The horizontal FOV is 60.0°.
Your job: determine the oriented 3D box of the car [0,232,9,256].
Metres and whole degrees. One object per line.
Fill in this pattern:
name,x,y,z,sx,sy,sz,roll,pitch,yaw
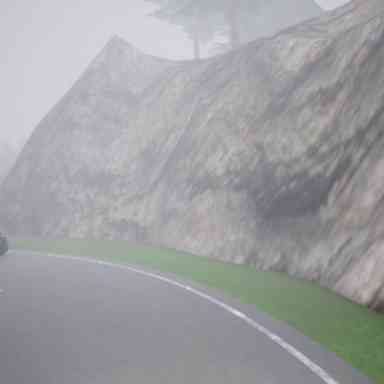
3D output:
car,-8.850,1.739,12.273,4.181,1.385,1.994,-1,-1,24
